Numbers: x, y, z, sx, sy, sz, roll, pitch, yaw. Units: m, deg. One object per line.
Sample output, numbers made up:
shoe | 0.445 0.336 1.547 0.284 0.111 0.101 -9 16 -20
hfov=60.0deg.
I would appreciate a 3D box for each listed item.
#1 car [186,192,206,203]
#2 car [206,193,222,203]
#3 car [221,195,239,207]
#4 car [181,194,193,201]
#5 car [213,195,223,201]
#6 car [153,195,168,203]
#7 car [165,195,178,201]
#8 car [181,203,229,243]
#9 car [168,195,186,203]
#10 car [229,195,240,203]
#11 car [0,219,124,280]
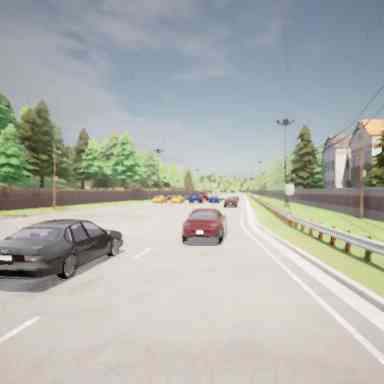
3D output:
car | 0.783 1.122 63.447 2.150 2.045 5.566 0 0 9
car | 4.237 1.384 62.886 1.882 1.535 5.008 0 0 9
car | 5.724 1.456 48.944 1.812 1.442 4.674 0 0 9
car | -1.099 1.266 74.248 1.994 1.385 4.181 0 0 9
car | 5.824 1.319 73.215 1.895 1.301 4.718 0 0 9
car | -6.141 1.368 64.481 1.882 1.535 5.008 0 0 9
car | -4.554 1.304 74.810 1.895 1.301 4.718 0 0 9
car | 0.670 1.501 16.061 1.812 1.442 4.674 0 0 9
car | -2.682 1.373 63.949 1.882 1.535 5.008 0 0 9
car | 8.842 1.402 69.322 2.128 1.511 4.902 0 0 9
car | -3.795 1.527 9.967 2.033 1.411 5.357 0 0 9
